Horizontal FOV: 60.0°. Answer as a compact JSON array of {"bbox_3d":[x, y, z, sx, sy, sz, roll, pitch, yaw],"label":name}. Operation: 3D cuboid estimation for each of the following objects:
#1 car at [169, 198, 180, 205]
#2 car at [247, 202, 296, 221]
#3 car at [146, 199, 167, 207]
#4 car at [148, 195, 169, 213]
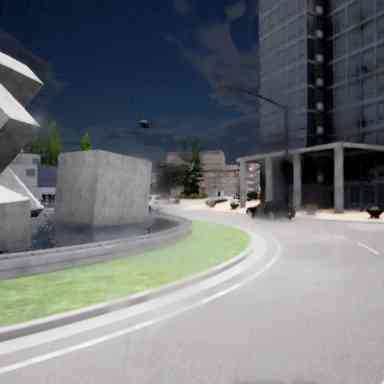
[{"bbox_3d":[-3.670,1.854,66.833,1.812,1.442,4.674,0,0,13],"label":"car"},{"bbox_3d":[6.647,1.582,28.424,1.882,1.535,5.008,0,0,-25],"label":"car"},{"bbox_3d":[-6.078,1.895,57.123,1.895,1.301,4.718,0,0,17],"label":"car"},{"bbox_3d":[-6.084,1.438,39.997,5.566,2.045,2.150,0,0,23],"label":"car"}]
